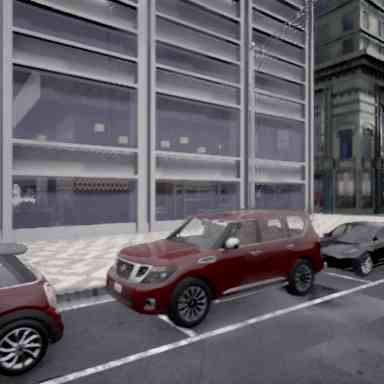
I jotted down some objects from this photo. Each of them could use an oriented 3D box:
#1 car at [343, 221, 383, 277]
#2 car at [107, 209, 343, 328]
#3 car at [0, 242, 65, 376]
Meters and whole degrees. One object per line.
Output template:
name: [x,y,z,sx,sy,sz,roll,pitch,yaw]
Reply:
car: [5.374,1.619,10.464,4.313,1.339,1.947,0,0,-35]
car: [0.780,1.340,7.200,5.009,1.841,2.192,0,0,-35]
car: [-3.815,1.436,3.934,4.097,1.590,1.967,0,0,-35]
